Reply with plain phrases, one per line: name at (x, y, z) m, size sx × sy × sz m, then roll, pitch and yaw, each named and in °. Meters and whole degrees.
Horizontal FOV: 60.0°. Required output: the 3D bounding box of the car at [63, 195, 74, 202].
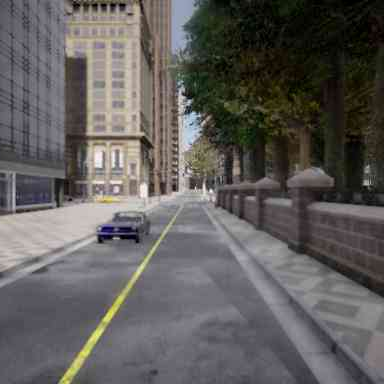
car at (-26.283, 1.246, 67.582) m, size 4.313 × 1.339 × 1.947 m, roll 1°, pitch -1°, yaw 0°

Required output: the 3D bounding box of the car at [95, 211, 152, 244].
car at (-3.096, 1.594, 15.880) m, size 1.895 × 1.301 × 4.718 m, roll 0°, pitch 0°, yaw 0°

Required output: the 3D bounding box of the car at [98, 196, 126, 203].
car at (-14.880, 1.414, 61.740) m, size 4.718 × 1.301 × 1.895 m, roll 1°, pitch 0°, yaw 0°

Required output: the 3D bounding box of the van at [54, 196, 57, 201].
van at (-26.325, 1.032, 59.058) m, size 3.998 × 1.788 × 1.690 m, roll 1°, pitch -1°, yaw 0°

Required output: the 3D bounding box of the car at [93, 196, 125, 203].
car at (-14.917, 1.340, 58.986) m, size 4.829 × 1.417 × 1.752 m, roll 1°, pitch 0°, yaw 0°
